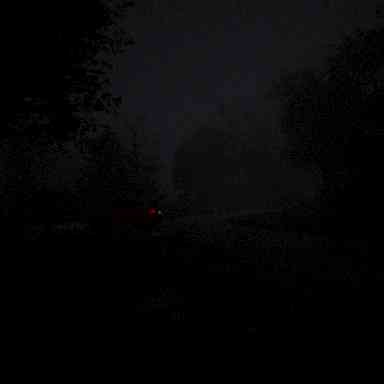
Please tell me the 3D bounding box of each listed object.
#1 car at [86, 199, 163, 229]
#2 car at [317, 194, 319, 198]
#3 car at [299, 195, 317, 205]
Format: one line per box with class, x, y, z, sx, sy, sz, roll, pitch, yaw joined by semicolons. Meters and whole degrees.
car;-4.815;1.544;23.973;5.566;2.045;2.150;-1;-1;17
car;32.153;1.280;83.803;2.128;1.511;4.902;-1;2;25
car;22.611;1.874;65.732;2.033;1.411;5.357;-2;0;30
